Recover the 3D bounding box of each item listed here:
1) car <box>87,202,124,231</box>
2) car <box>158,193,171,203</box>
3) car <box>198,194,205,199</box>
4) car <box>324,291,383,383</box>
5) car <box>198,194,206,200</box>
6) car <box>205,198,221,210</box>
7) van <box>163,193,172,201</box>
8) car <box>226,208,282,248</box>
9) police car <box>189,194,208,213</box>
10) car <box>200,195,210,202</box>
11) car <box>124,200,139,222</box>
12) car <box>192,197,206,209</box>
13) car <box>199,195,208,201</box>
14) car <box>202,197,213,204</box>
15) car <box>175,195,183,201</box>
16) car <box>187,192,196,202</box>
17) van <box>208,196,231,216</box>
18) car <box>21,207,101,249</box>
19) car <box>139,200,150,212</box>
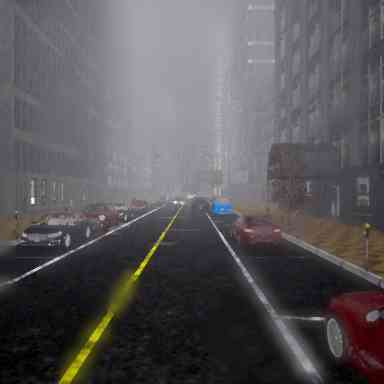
[{"bbox_3d":[-5.691,1.423,20.086,1.967,1.590,4.097,0,0,0],"label":"car"},{"bbox_3d":[-5.690,1.461,65.625,2.008,1.369,4.403,0,0,0],"label":"car"},{"bbox_3d":[2.691,1.271,94.083,1.967,1.590,4.097,0,0,0],"label":"car"},{"bbox_3d":[2.689,1.580,3.003,1.802,1.307,4.206,0,0,0],"label":"car"},{"bbox_3d":[2.692,1.288,88.391,1.967,1.590,4.097,0,0,0],"label":"car"},{"bbox_3d":[2.690,1.529,42.852,1.802,1.307,4.206,0,0,0],"label":"car"},{"bbox_3d":[-5.689,1.224,77.010,1.690,1.788,3.998,0,0,0],"label":"van"},{"bbox_3d":[2.690,1.572,14.391,1.802,1.307,4.206,0,0,0],"label":"car"},{"bbox_3d":[0.900,1.383,36.596,1.930,1.638,5.238,0,0,0],"label":"police car"},{"bbox_3d":[2.691,1.448,71.314,2.008,1.369,4.403,0,0,0],"label":"car"},{"bbox_3d":[-5.691,1.525,25.778,2.008,1.369,4.403,0,0,0],"label":"car"},{"bbox_3d":[0.899,1.453,46.486,1.837,1.490,4.892,0,0,0],"label":"car"},{"bbox_3d":[2.691,1.434,77.007,2.008,1.369,4.403,0,0,0],"label":"car"},{"bbox_3d":[2.691,1.503,59.929,1.802,1.307,4.206,0,0,0],"label":"car"},{"bbox_3d":[-3.000,1.443,76.605,1.895,1.301,4.718,0,0,0],"label":"car"},{"bbox_3d":[0.001,0.985,73.094,2.150,2.045,5.566,0,0,0],"label":"car"},{"bbox_3d":[2.690,1.306,31.467,1.690,1.788,3.998,0,0,0],"label":"van"},{"bbox_3d":[-5.691,1.541,14.393,2.008,1.369,4.403,0,0,0],"label":"car"},{"bbox_3d":[-5.691,1.538,37.162,1.802,1.307,4.206,0,0,0],"label":"car"}]
